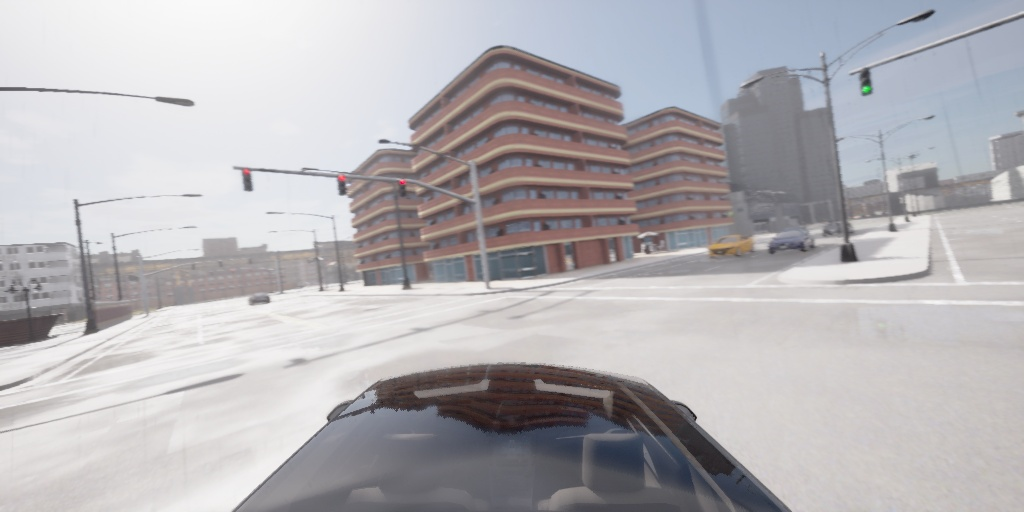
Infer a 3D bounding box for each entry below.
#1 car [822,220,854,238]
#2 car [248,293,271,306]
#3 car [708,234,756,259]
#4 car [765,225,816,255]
[{"bbox_3d":[31.873,-2.740,35.064,4.902,1.511,2.128,-7,0,-40],"label":"car"},{"bbox_3d":[-31.809,5.365,45.123,1.994,1.385,4.181,-7,0,-41],"label":"car"},{"bbox_3d":[15.996,-0.766,26.092,5.008,1.535,1.882,-7,0,-40],"label":"car"},{"bbox_3d":[18.301,-1.011,23.462,4.674,1.442,1.812,-7,0,-41],"label":"car"}]
